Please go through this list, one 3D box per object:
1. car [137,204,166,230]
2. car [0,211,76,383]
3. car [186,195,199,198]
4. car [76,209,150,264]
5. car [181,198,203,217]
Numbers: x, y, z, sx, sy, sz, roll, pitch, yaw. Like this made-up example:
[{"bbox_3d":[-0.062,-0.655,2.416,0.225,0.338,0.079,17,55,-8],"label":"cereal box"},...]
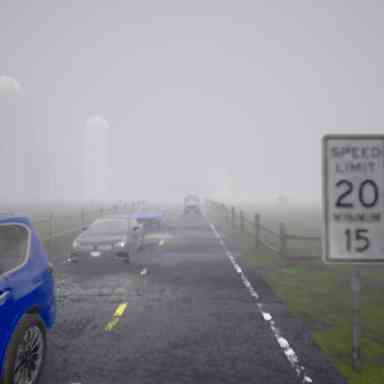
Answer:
[{"bbox_3d":[-2.840,1.570,22.307,1.882,1.535,5.008,0,0,0],"label":"car"},{"bbox_3d":[-2.842,1.231,2.138,2.150,2.045,5.566,0,0,0],"label":"car"},{"bbox_3d":[0.016,1.419,45.079,2.150,2.045,5.566,0,0,0],"label":"car"},{"bbox_3d":[-2.838,1.575,12.110,1.812,1.442,4.674,0,0,0],"label":"car"},{"bbox_3d":[-0.002,1.643,32.494,1.837,1.490,4.892,0,0,0],"label":"car"}]
